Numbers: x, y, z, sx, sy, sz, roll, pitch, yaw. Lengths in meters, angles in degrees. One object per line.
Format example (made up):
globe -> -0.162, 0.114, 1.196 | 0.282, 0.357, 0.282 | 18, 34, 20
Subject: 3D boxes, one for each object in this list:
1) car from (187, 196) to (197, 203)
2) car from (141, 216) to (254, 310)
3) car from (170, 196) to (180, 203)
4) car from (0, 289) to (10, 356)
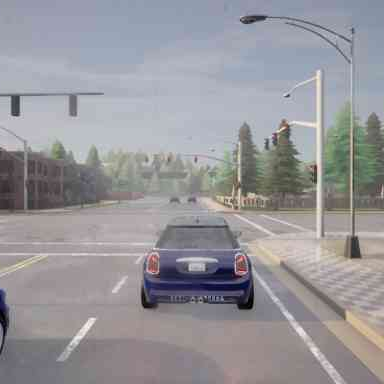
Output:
car -> 0.005, 1.505, 68.306 | 1.837, 1.490, 4.892 | 0, 0, 0
car -> 0.155, 1.352, 8.018 | 2.097, 1.767, 4.553 | 0, 0, 2
car -> -3.495, 1.505, 68.307 | 1.837, 1.490, 4.892 | 0, 0, 0
car -> -3.442, 1.478, 2.563 | 1.882, 1.535, 5.008 | 0, 0, 0
